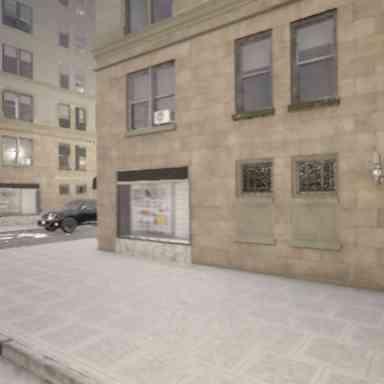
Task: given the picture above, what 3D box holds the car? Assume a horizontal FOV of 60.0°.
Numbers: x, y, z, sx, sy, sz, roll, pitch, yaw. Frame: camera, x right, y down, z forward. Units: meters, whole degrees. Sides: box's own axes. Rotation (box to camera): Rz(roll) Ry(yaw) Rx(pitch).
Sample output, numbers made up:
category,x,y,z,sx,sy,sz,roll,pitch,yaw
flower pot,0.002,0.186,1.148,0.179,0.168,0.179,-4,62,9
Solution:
category,x,y,z,sx,sy,sz,roll,pitch,yaw
car,-6.930,1.400,21.375,2.150,2.045,5.566,-1,-1,36
